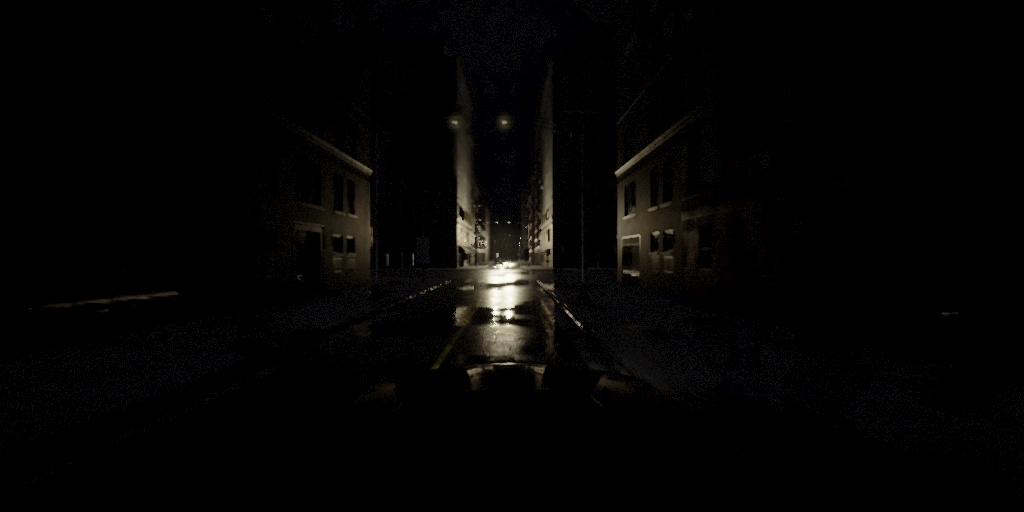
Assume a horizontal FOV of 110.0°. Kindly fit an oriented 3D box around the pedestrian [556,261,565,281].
[{"bbox_3d":[3.629,1.163,26.550,0.375,1.300,0.375,0,0,0],"label":"pedestrian"}]

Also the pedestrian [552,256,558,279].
[{"bbox_3d":[3.436,0.883,27.750,0.375,1.860,0.375,0,0,0],"label":"pedestrian"}]

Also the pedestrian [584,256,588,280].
[{"bbox_3d":[5.508,0.883,27.150,0.375,1.860,0.375,0,0,0],"label":"pedestrian"}]
